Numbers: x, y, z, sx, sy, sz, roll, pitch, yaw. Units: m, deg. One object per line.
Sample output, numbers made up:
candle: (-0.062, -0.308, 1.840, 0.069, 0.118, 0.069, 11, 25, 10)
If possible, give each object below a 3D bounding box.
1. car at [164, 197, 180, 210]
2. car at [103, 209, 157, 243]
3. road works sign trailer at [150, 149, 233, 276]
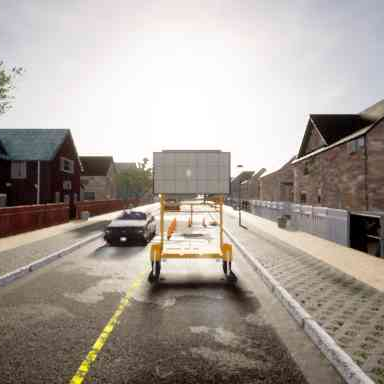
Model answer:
car: (-2.770, 1.564, 45.924, 2.097, 1.767, 4.553, 0, 0, 0)
car: (-2.856, 1.586, 16.511, 2.033, 1.411, 5.357, 0, 0, 0)
road works sign trailer: (-0.008, 0.483, 10.393, 2.380, 3.560, 2.880, 0, 0, 1)
